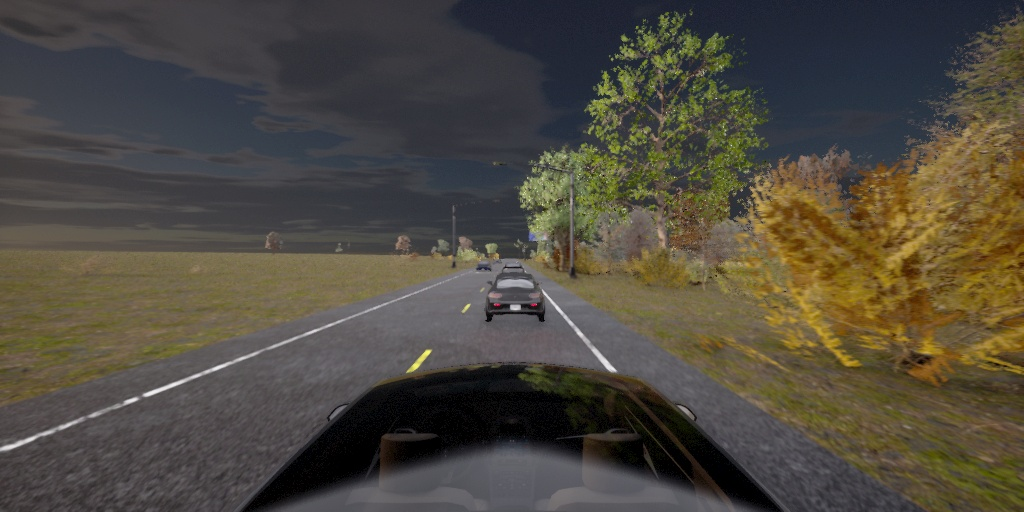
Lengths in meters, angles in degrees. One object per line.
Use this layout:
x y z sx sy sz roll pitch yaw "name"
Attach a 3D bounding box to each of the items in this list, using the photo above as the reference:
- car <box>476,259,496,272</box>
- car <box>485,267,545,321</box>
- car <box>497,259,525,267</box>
-3.602 1.309 46.856 2.033 1.411 5.357 0 0 0 "car"
0.097 1.277 12.358 1.812 1.442 4.674 0 0 0 "car"
0.092 1.246 30.296 2.128 1.511 4.902 0 0 0 "car"
